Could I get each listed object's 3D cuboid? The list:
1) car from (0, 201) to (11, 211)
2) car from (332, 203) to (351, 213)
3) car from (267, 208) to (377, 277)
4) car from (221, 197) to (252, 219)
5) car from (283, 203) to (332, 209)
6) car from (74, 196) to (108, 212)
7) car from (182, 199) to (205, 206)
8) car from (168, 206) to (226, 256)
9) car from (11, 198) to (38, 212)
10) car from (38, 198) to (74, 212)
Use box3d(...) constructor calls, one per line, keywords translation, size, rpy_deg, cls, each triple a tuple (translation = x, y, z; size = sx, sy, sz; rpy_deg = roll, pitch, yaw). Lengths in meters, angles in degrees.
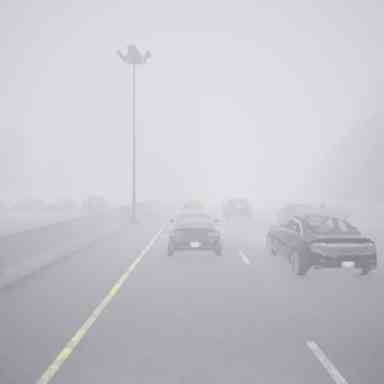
box3d(translation=(-21.067, 1.413, 34.317), size=(1.994, 1.385, 4.181), rpy_deg=(0, 0, 0), cls="car")
box3d(translation=(10.603, 1.486, 26.285), size=(1.895, 1.301, 4.718), rpy_deg=(0, 0, 0), cls="car")
box3d(translation=(3.602, 1.447, 10.088), size=(2.128, 1.511, 4.902), rpy_deg=(0, 0, 0), cls="car")
box3d(translation=(3.605, 1.231, 27.549), size=(2.097, 1.767, 4.553), rpy_deg=(0, 0, 0), cls="car")
box3d(translation=(7.103, 1.450, 22.386), size=(2.033, 1.411, 5.357), rpy_deg=(0, 0, 0), cls="car")
box3d(translation=(-10.560, 1.195, 35.854), size=(2.097, 1.767, 4.553), rpy_deg=(0, 0, 0), cls="car")
box3d(translation=(0.103, 1.349, 29.403), size=(1.882, 1.535, 5.008), rpy_deg=(0, 0, 0), cls="car")
box3d(translation=(0.086, 1.469, 12.772), size=(1.812, 1.442, 4.674), rpy_deg=(0, 0, 0), cls="car")
box3d(translation=(-17.575, 1.388, 36.269), size=(2.033, 1.411, 5.357), rpy_deg=(0, 0, 0), cls="car")
box3d(translation=(-14.077, 1.389, 35.918), size=(2.033, 1.411, 5.357), rpy_deg=(0, 0, 0), cls="car")
